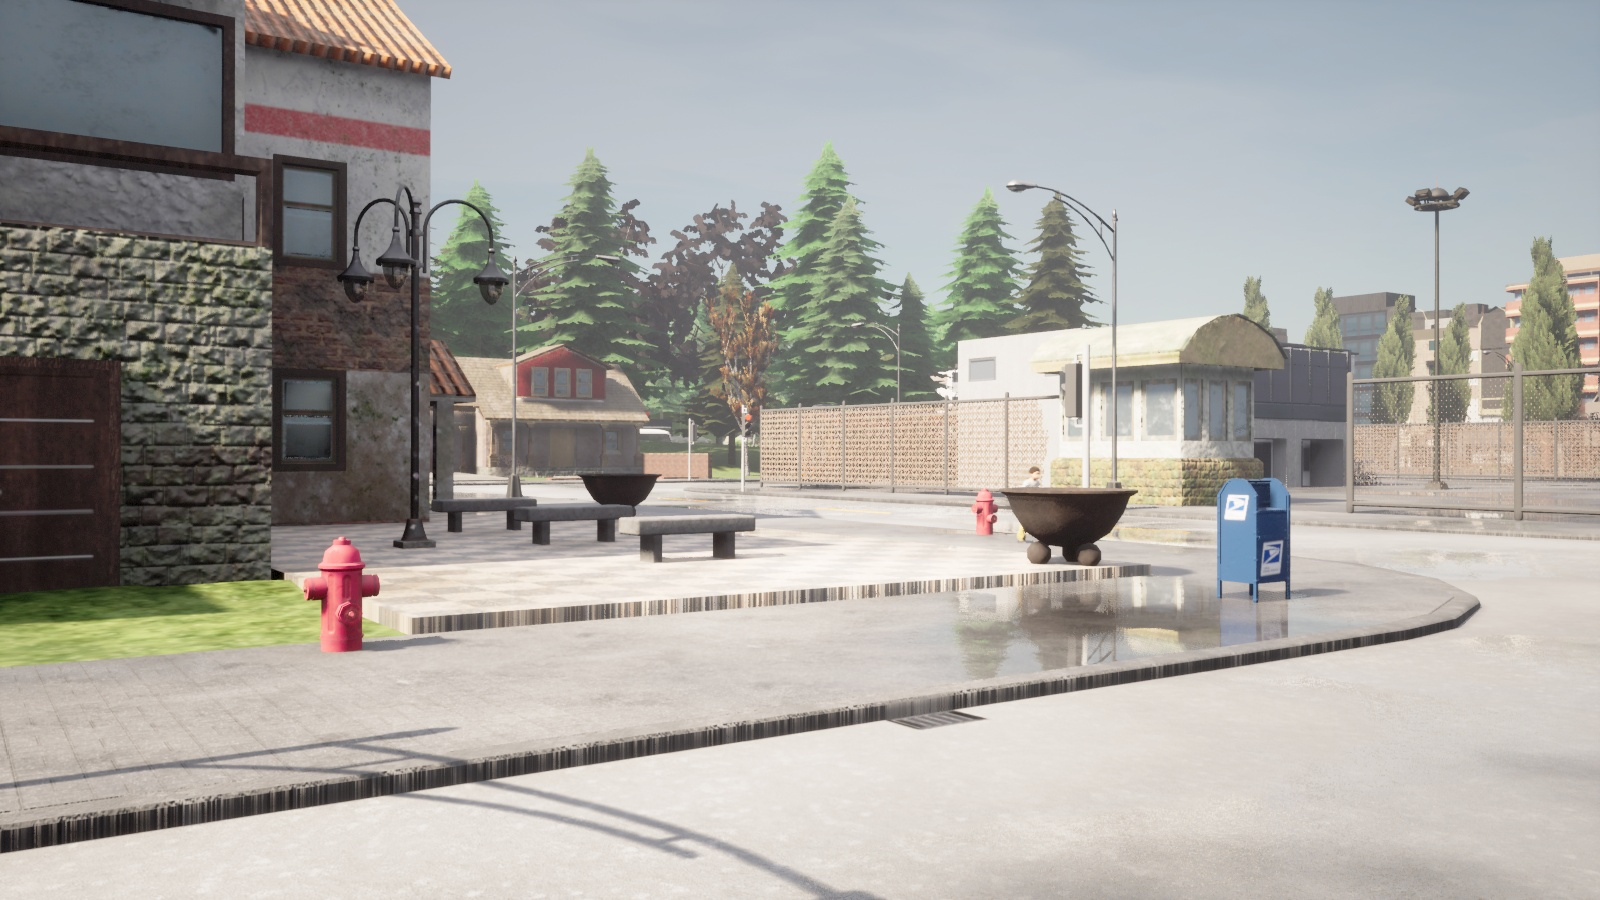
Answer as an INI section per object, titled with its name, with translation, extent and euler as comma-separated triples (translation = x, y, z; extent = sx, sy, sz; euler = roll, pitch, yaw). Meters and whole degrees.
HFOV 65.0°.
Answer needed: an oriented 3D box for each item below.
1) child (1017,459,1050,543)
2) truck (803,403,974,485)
[child]
translation = 3.580, 0.772, 19.275
extent = 0.270, 1.263, 0.437
euler = 0, 0, -31
[truck]
translation = 4.464, -0.277, 62.276
extent = 8.468, 3.827, 2.891
euler = 0, 0, -34
